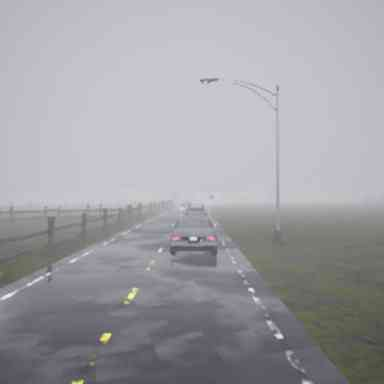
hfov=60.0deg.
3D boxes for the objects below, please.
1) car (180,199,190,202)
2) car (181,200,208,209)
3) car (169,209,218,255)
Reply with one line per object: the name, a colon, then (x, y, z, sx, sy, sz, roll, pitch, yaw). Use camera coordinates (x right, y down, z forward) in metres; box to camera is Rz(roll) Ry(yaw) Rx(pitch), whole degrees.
car: (-1.083, 2.103, 62.479, 1.837, 1.490, 4.892, 0, -1, 3)
car: (0.364, 1.771, 29.236, 2.128, 1.511, 4.902, 0, 0, 2)
car: (0.079, 1.680, 13.953, 2.033, 1.411, 5.357, 0, -1, 1)
